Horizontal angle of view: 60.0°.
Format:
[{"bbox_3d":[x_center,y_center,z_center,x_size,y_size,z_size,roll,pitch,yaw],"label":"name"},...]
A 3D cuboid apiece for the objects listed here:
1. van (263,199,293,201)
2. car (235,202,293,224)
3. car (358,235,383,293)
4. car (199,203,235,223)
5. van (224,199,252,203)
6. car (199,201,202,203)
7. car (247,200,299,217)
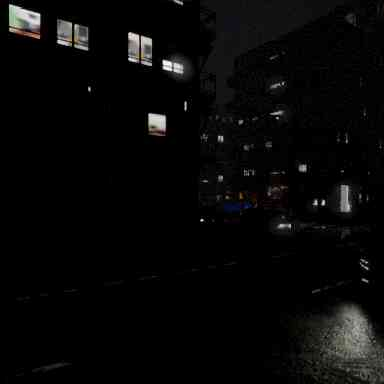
[{"bbox_3d":[8.541,1.603,33.562,1.690,1.788,3.998,-1,0,-36],"label":"van"},{"bbox_3d":[5.907,1.802,27.399,1.994,1.385,4.181,0,-1,-36],"label":"car"},{"bbox_3d":[5.899,1.477,7.887,5.008,1.535,1.882,0,0,-36],"label":"car"},{"bbox_3d":[1.798,1.874,28.649,1.802,1.307,4.206,-1,0,-36],"label":"car"},{"bbox_3d":[5.228,1.676,38.080,1.690,1.788,3.998,-1,0,-36],"label":"van"},{"bbox_3d":[0.352,1.713,34.961,2.097,1.767,4.553,0,-1,-36],"label":"car"},{"bbox_3d":[7.514,1.771,30.408,1.812,1.442,4.674,0,0,-35],"label":"car"}]
